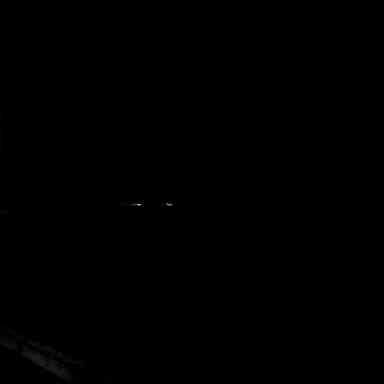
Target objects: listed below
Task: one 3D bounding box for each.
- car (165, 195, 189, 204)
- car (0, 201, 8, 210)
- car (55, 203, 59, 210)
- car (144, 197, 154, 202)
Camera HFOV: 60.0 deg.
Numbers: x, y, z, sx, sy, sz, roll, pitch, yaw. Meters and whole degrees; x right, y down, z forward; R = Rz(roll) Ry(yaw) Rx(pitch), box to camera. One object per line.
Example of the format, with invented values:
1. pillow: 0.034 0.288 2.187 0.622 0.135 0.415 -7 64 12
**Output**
1. car: -2.807 1.307 59.212 2.033 1.411 5.357 0 1 38
2. car: -23.024 1.372 39.723 2.097 1.767 4.553 0 0 39
3. car: -18.286 1.579 40.025 1.994 1.385 4.181 0 0 39
4. car: -8.171 1.400 58.141 1.994 1.385 4.181 0 1 39
